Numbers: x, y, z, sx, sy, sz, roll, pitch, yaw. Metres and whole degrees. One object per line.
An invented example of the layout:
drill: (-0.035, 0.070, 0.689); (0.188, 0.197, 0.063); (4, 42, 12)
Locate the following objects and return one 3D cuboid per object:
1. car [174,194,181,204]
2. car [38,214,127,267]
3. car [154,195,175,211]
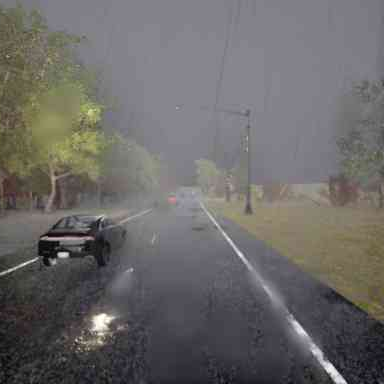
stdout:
car: (-3.645, 1.344, 62.262); (2.097, 1.767, 4.553); (0, 0, 0)
car: (-3.521, 1.506, 11.497); (2.128, 1.511, 4.902); (0, 0, 0)
car: (-3.594, 1.501, 41.314); (2.128, 1.511, 4.902); (0, 0, 0)
